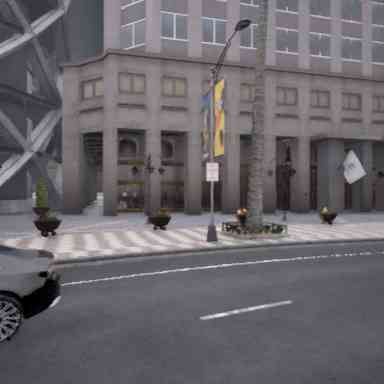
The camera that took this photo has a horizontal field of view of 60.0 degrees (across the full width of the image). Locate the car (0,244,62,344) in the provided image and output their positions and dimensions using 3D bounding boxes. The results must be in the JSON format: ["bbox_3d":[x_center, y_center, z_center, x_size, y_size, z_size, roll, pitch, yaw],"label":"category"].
[{"bbox_3d":[-4.504,1.488,4.801,4.902,1.511,2.128,0,0,-34],"label":"car"}]
